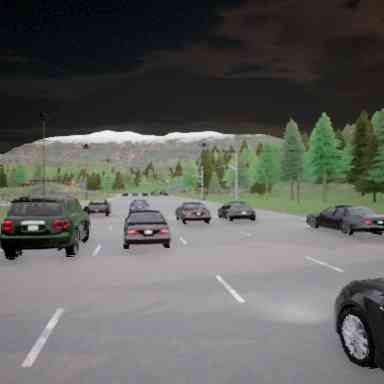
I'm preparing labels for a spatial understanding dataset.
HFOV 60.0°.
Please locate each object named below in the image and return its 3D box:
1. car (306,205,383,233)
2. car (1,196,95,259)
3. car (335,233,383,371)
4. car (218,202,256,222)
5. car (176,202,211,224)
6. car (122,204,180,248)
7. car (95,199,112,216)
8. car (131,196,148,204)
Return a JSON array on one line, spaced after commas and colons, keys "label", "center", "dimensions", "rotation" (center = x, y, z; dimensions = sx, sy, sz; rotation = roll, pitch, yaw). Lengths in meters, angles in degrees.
[{"label": "car", "center": [8.114, 1.410, 17.558], "dimensions": [2.033, 1.411, 5.357], "rotation": [0, 0, -10]}, {"label": "car", "center": [-5.261, 1.159, 12.673], "dimensions": [2.150, 2.045, 5.566], "rotation": [0, 0, -10]}, {"label": "car", "center": [3.111, 1.477, 2.860], "dimensions": [1.837, 1.490, 4.892], "rotation": [0, 1, -5]}, {"label": "car", "center": [3.256, 1.397, 24.917], "dimensions": [1.994, 1.385, 4.181], "rotation": [0, 0, -10]}, {"label": "car", "center": [-0.013, 1.401, 23.326], "dimensions": [2.033, 1.411, 5.357], "rotation": [0, 0, -10]}, {"label": "car", "center": [-1.991, 1.464, 14.320], "dimensions": [2.033, 1.411, 5.357], "rotation": [0, 0, -10]}, {"label": "car", "center": [-8.228, 1.330, 29.718], "dimensions": [2.128, 1.511, 4.902], "rotation": [0, 0, -10]}, {"label": "car", "center": [-4.745, 1.375, 30.141], "dimensions": [2.033, 1.411, 5.357], "rotation": [0, 0, -10]}]
